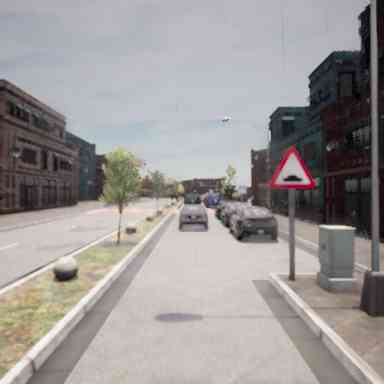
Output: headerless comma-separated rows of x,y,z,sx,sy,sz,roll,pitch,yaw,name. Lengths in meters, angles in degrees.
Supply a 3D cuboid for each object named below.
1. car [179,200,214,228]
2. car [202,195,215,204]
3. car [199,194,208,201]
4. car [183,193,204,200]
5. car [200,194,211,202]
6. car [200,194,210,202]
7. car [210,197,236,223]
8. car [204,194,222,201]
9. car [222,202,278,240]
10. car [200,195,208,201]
0.086,1.521,21.874,2.033,1.411,5.357,0,0,0,car
2.974,1.392,61.034,2.231,1.521,4.892,0,0,0,car
2.963,1.339,88.741,2.185,1.767,4.553,0,0,0,car
0.085,1.176,42.287,2.150,2.045,5.566,0,1,0,car
2.969,1.285,72.051,2.185,1.767,4.553,0,0,0,car
2.967,1.300,77.572,2.185,1.767,4.553,0,0,0,car
2.986,1.471,28.066,2.163,1.488,4.792,0,0,0,car
2.978,1.432,49.994,2.002,1.452,4.674,0,0,0,car
2.990,1.464,16.861,2.231,1.521,4.892,0,0,0,car
2.965,1.485,83.248,2.002,1.452,4.674,0,0,0,car
